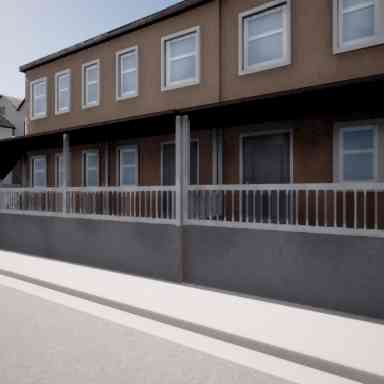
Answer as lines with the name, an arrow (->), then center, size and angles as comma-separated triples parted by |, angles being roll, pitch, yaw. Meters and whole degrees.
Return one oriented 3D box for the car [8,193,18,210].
car -> -15.131, 0.853, 28.666 | 2.033, 1.411, 5.357 | 0, 16, 34
